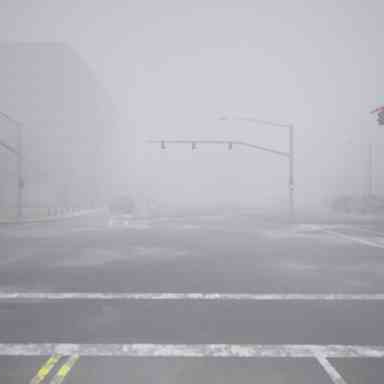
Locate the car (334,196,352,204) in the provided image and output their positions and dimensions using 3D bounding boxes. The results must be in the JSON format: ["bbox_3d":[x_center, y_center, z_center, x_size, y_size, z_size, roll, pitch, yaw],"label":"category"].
[{"bbox_3d":[30.918,1.607,68.202,1.784,1.438,3.905,0,0,0],"label":"car"}]

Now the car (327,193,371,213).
[{"bbox_3d":[16.699,1.281,35.670,1.932,1.855,4.605,0,0,0],"label":"car"}]

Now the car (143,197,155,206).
[{"bbox_3d":[-7.979,1.748,62.084,1.837,1.490,4.892,0,0,0],"label":"car"}]

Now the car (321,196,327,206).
[{"bbox_3d":[22.275,1.585,53.090,1.970,1.475,3.806,0,0,0],"label":"car"}]

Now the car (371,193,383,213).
[{"bbox_3d":[19.594,1.284,35.620,1.905,1.878,3.866,0,0,0],"label":"car"}]

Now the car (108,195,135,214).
[{"bbox_3d":[-7.860,1.385,37.702,2.150,2.045,5.566,0,0,0],"label":"car"}]

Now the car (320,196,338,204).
[{"bbox_3d":[28.023,1.639,68.199,1.970,1.475,3.806,0,0,0],"label":"car"}]
